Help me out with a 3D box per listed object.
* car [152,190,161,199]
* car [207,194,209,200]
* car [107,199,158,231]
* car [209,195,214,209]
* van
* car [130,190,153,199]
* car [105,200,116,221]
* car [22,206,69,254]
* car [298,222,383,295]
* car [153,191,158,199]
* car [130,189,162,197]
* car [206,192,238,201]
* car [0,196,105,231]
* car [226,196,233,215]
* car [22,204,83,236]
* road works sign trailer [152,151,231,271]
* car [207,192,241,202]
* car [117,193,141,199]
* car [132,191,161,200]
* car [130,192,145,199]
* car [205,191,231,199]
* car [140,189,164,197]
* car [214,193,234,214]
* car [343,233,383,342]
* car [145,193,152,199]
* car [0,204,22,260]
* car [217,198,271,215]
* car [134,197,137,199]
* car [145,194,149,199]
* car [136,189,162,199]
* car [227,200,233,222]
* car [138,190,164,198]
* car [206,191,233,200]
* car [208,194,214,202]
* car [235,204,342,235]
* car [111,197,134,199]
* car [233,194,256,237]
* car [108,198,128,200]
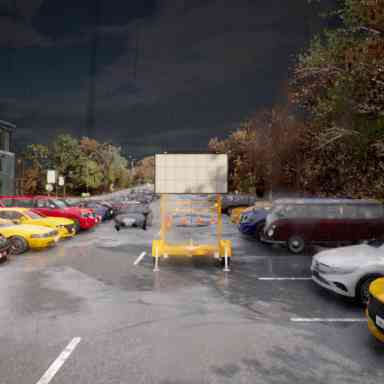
[{"bbox_3d":[-8.135,0.869,54.540,4.892,1.521,2.231,0,2,0],"label":"car"},{"bbox_3d":[4.959,1.134,46.386,5.008,1.535,2.097,0,2,0],"label":"car"},{"bbox_3d":[-3.527,1.463,20.883,2.128,1.511,4.902,1,1,0],"label":"car"},{"bbox_3d":[4.797,1.369,35.236,5.366,1.575,1.946,0,1,0],"label":"car"},{"bbox_3d":[4.903,1.255,12.812,4.442,1.987,1.878,0,0,0],"label":"van"},{"bbox_3d":[-8.147,1.014,46.180,4.553,1.767,2.185,0,2,0],"label":"car"},{"bbox_3d":[-8.108,1.505,23.890,4.792,1.488,2.163,0,0,0],"label":"car"},{"bbox_3d":[-7.875,1.478,12.755,5.366,1.575,1.946,0,0,0],"label":"car"},{"bbox_3d":[5.031,1.522,7.243,4.674,1.452,2.002,0,0,0],"label":"car"},{"bbox_3d":[-8.154,0.999,51.764,4.792,1.488,2.163,0,2,0],"label":"car"},{"bbox_3d":[-8.105,0.504,57.317,5.566,2.045,2.435,0,2,0],"label":"car"},{"bbox_3d":[5.132,0.750,57.412,5.366,1.575,1.946,0,2,0],"label":"car"},{"bbox_3d":[-8.041,1.230,18.321,5.566,2.045,2.435,0,0,0],"label":"car"},{"bbox_3d":[5.032,1.349,24.076,4.553,1.767,2.185,0,0,0],"label":"car"},{"bbox_3d":[-8.071,1.481,15.538,5.008,1.535,2.097,0,0,0],"label":"car"},{"bbox_3d":[-0.018,0.466,10.893,2.380,3.560,2.880,0,0,0],"label":"road works sign trailer"},{"bbox_3d":[5.136,0.863,54.619,5.366,1.575,1.946,0,2,0],"label":"car"},{"bbox_3d":[-8.066,1.250,35.041,4.553,1.767,2.185,0,1,0],"label":"car"},{"bbox_3d":[-8.144,0.633,60.119,5.008,1.535,2.097,0,2,0],"label":"car"},{"bbox_3d":[-8.071,1.204,37.821,4.553,1.767,2.185,0,1,0],"label":"car"},{"bbox_3d":[4.939,0.533,63.112,4.674,1.452,2.002,0,3,0],"label":"car"},{"bbox_3d":[-8.181,0.255,68.459,4.792,1.488,2.163,0,3,0],"label":"car"},{"bbox_3d":[5.020,1.189,29.656,5.566,2.045,2.435,0,1,0],"label":"car"},{"bbox_3d":[5.038,1.481,4.458,5.008,1.535,2.097,0,0,0],"label":"car"},{"bbox_3d":[-8.140,1.241,43.397,4.792,1.488,2.163,0,1,0],"label":"car"},{"bbox_3d":[-8.088,1.356,10.096,4.553,1.767,2.185,0,0,0],"label":"car"},{"bbox_3d":[4.992,1.410,32.447,5.008,1.535,2.097,0,1,0],"label":"car"},{"bbox_3d":[-8.090,1.453,32.256,4.674,1.452,2.002,0,0,0],"label":"car"},{"bbox_3d":[-8.077,1.304,40.610,4.792,1.488,2.163,0,1,0],"label":"car"},{"bbox_3d":[-8.112,0.377,62.889,4.553,1.767,2.185,0,3,0],"label":"car"},{"bbox_3d":[5.000,1.480,21.291,5.008,1.535,2.097,0,0,0],"label":"car"},{"bbox_3d":[-8.118,0.394,65.679,4.792,1.488,2.163,0,3,0],"label":"car"},{"bbox_3d":[4.970,0.660,60.203,4.792,1.488,2.163,0,3,0],"label":"car"},{"bbox_3d":[4.963,1.211,43.469,4.892,1.521,2.231,0,2,0],"label":"car"},{"bbox_3d":[5.195,1.478,18.383,5.366,1.575,1.946,0,0,0],"label":"car"},{"bbox_3d":[-8.094,1.442,29.466,5.008,1.535,2.097,0,1,0],"label":"car"},{"bbox_3d":[4.986,1.230,15.598,5.566,2.045,2.435,0,0,0],"label":"car"},{"bbox_3d":[-8.089,1.463,26.677,5.008,1.535,2.097,0,0,0],"label":"car"}]
